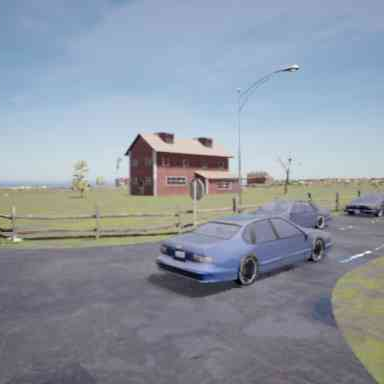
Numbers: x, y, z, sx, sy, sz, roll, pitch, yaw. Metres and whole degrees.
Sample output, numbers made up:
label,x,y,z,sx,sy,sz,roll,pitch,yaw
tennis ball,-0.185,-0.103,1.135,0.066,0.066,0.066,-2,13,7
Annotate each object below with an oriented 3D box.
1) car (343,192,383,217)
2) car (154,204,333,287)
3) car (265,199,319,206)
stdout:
label,x,y,z,sx,sy,sz,roll,pitch,yaw
car,11.916,0.737,21.691,5.357,1.411,2.033,-2,2,-41
car,1.617,1.282,8.667,5.357,1.411,2.033,-2,2,-41
car,4.291,1.045,15.006,5.357,1.411,2.033,-2,2,-40
